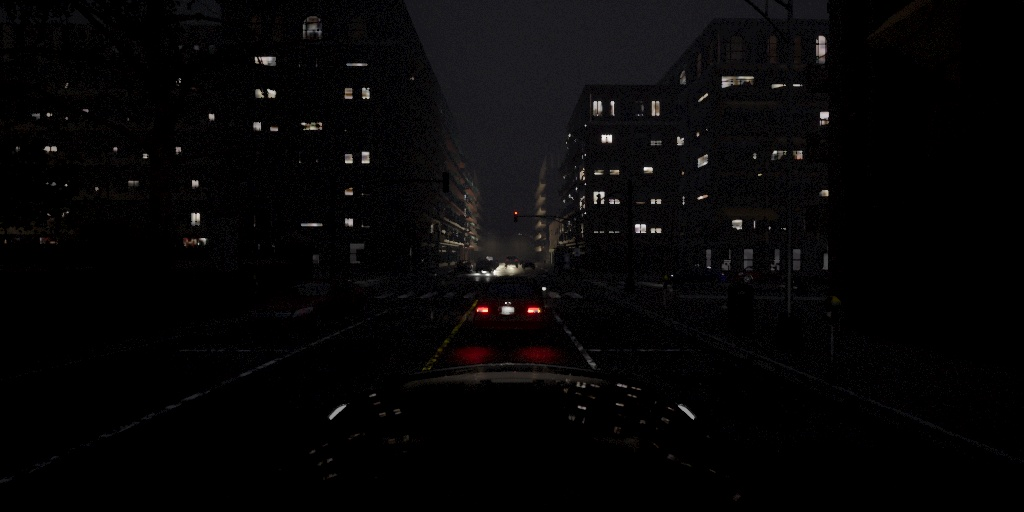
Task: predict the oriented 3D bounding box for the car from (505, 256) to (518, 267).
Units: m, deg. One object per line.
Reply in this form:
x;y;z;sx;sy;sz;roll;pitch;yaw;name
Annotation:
-0.084;0.968;64.130;2.150;2.045;5.566;0;0;0;car

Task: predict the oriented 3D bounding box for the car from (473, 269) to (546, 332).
0.052;1.297;10.826;2.033;1.411;5.357;0;0;3;car

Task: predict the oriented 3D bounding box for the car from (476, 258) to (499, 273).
-3.191;1.296;43.301;2.033;1.411;5.357;0;0;4;car

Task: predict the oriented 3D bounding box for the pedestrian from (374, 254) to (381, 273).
-12.807;0.652;33.995;0.375;1.860;0.375;0;-1;-1;pedestrian

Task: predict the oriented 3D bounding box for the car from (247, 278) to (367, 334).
-5.713;1.331;10.613;1.802;1.307;4.207;0;0;0;car

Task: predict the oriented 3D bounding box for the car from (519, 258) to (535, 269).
2.536;1.299;54.320;2.007;1.370;4.403;0;0;0;car

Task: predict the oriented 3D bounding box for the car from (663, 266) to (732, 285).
14.598;1.552;28.877;4.674;1.442;1.812;1;0;-1;car

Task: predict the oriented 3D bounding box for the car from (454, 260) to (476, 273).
-5.810;1.188;43.023;1.967;1.591;4.097;0;0;0;car

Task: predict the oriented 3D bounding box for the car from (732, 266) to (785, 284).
21.293;1.571;31.541;4.097;1.591;1.967;0;0;-1;car

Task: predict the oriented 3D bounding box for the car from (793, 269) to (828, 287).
24.905;1.810;29.033;4.718;1.301;1.895;1;0;-1;car

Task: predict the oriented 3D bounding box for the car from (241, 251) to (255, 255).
-17.606;0.694;25.187;5.566;2.045;2.150;1;0;-1;car
